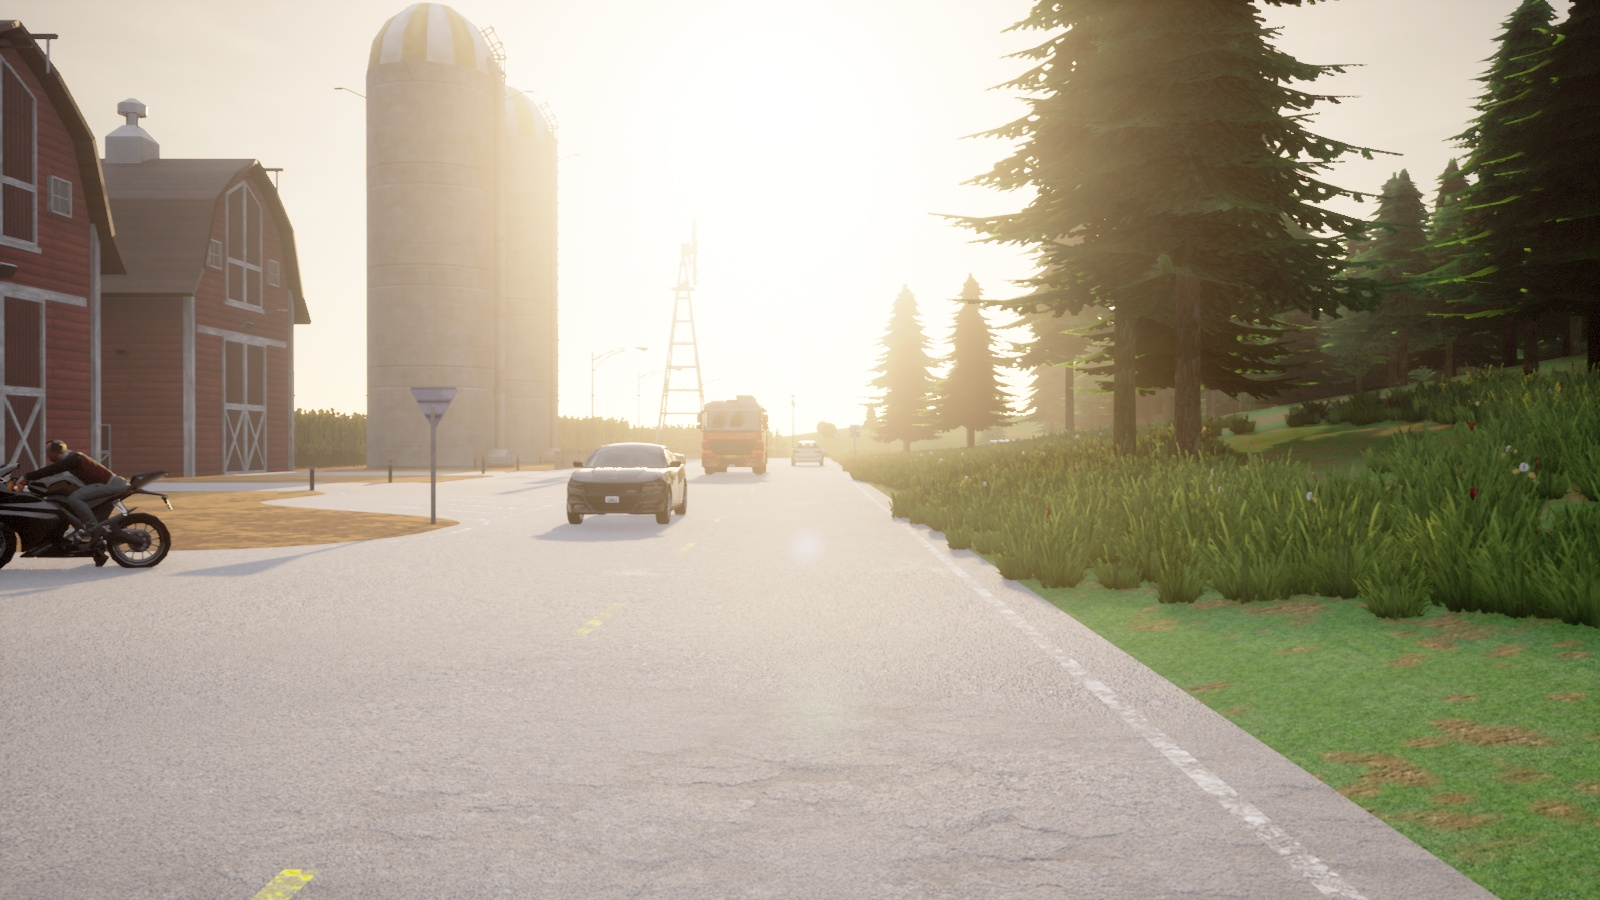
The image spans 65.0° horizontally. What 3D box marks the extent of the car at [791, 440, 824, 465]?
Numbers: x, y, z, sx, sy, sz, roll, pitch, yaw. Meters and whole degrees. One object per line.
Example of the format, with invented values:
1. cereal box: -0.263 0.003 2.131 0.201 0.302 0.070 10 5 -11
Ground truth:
1. car: 0.507 0.160 85.846 2.242 1.667 4.611 0 0 0

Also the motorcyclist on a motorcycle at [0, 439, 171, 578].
1. motorcyclist on a motorcycle: -8.482 0.649 14.445 2.191 1.530 0.866 1 0 -26

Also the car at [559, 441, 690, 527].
1. car: -3.343 0.596 24.888 1.882 1.535 5.008 0 0 0

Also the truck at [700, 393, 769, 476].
1. truck: -3.129 -0.732 61.948 2.891 3.827 8.468 0 0 0
